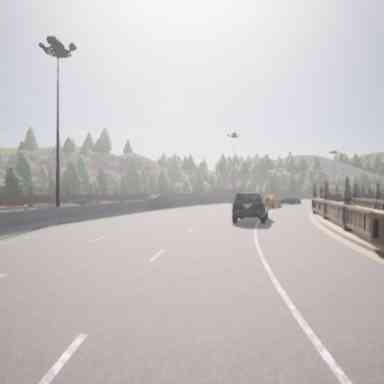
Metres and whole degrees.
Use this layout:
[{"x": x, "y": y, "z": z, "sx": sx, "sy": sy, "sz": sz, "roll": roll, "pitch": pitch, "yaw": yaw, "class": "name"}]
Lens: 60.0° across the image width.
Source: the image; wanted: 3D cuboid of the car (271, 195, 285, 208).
[{"x": 9.283, "y": 1.092, "z": 40.047, "sx": 1.882, "sy": 1.535, "sz": 5.008, "roll": 0, "pitch": 1, "yaw": 29, "class": "car"}]

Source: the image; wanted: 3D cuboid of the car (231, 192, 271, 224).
[{"x": 4.111, "y": 1.006, "z": 23.210, "sx": 2.150, "sy": 2.045, "sz": 5.566, "roll": 0, "pitch": 1, "yaw": 15, "class": "car"}]

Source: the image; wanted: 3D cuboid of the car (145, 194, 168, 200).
[{"x": -5.895, "y": 1.080, "z": 55.832, "sx": 2.128, "sy": 1.511, "sz": 4.902, "roll": 0, "pitch": 0, "yaw": 31, "class": "car"}]

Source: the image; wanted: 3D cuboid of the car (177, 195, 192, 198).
[{"x": -1.357, "y": 1.163, "z": 56.498, "sx": 1.895, "sy": 1.301, "sz": 4.718, "roll": 0, "pitch": 0, "yaw": 33, "class": "car"}]

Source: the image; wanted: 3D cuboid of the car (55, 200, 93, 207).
[{"x": -10.077, "y": 1.342, "z": 28.735, "sx": 1.994, "sy": 1.385, "sz": 4.181, "roll": 0, "pitch": 0, "yaw": 17, "class": "car"}]

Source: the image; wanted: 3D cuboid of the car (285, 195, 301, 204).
[{"x": 14.546, "y": 1.079, "z": 49.027, "sx": 1.994, "sy": 1.385, "sz": 4.181, "roll": 0, "pitch": 1, "yaw": 34, "class": "car"}]
